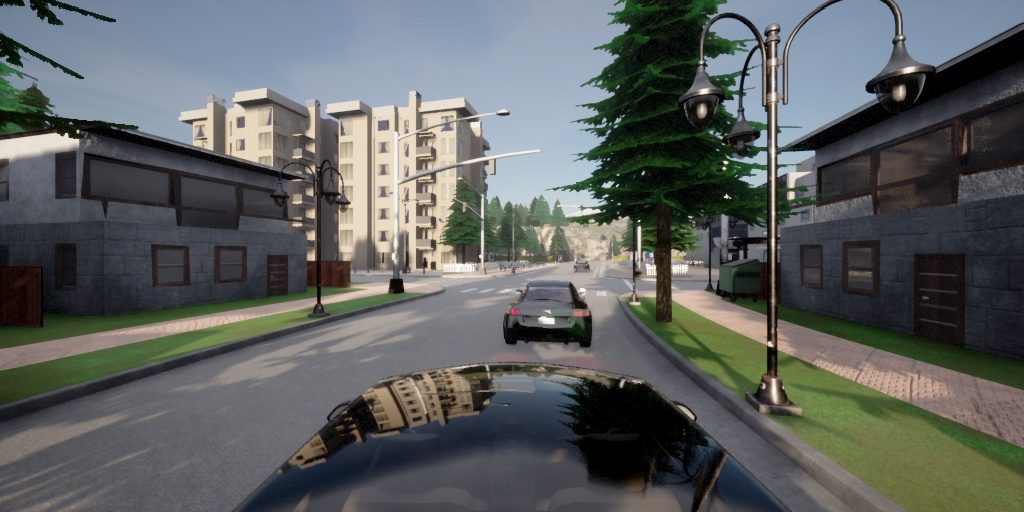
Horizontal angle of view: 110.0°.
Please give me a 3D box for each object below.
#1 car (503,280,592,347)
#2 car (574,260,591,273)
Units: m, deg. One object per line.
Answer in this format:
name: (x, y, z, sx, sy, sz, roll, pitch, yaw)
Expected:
car: (1.007, 1.314, 9.410, 1.994, 1.385, 4.181, 0, 0, 8)
car: (8.793, 1.276, 44.941, 2.128, 1.511, 4.902, 0, 0, 14)
